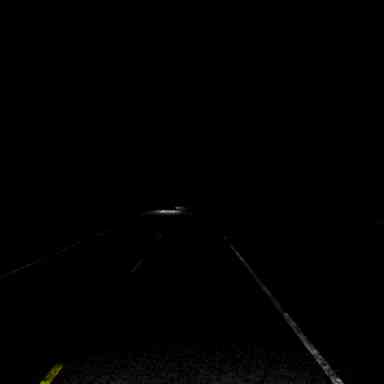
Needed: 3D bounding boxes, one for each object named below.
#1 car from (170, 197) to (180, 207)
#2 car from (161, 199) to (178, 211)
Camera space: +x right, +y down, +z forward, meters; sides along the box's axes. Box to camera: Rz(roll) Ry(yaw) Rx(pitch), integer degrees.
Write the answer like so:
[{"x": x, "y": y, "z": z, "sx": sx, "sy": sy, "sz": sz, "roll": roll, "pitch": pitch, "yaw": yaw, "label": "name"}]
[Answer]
[{"x": -3.506, "y": 1.932, "z": 66.605, "sx": 2.150, "sy": 2.045, "sz": 5.566, "roll": 0, "pitch": -1, "yaw": 0, "label": "car"}, {"x": -3.574, "y": 2.102, "z": 50.773, "sx": 1.994, "sy": 1.385, "sz": 4.181, "roll": 0, "pitch": -1, "yaw": 0, "label": "car"}]
